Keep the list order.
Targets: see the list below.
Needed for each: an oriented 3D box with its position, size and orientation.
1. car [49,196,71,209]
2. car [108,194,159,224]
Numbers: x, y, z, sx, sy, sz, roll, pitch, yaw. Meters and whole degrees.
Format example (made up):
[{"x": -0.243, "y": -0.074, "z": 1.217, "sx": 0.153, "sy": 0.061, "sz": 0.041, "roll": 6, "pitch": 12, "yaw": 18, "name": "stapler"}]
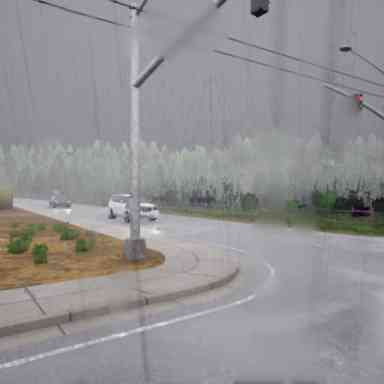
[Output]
[{"x": -17.909, "y": 1.309, "z": 45.084, "sx": 2.097, "sy": 1.767, "sz": 4.553, "roll": 0, "pitch": 0, "yaw": -33, "name": "car"}, {"x": -4.585, "y": 1.179, "z": 25.187, "sx": 2.150, "sy": 2.045, "sz": 5.566, "roll": 0, "pitch": 0, "yaw": -34, "name": "car"}]
